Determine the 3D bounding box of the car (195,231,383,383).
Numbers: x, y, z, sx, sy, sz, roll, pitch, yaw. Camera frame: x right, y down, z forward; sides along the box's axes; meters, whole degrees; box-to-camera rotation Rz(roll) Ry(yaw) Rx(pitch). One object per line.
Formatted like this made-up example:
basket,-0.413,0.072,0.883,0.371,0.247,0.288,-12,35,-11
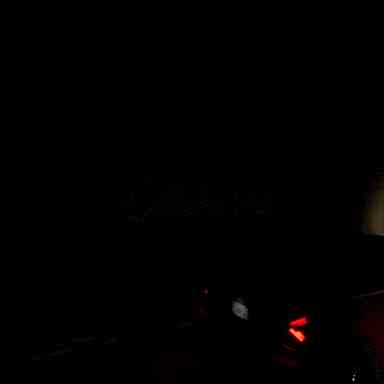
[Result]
car,2.384,1.381,4.835,4.553,1.767,2.097,1,0,-30
